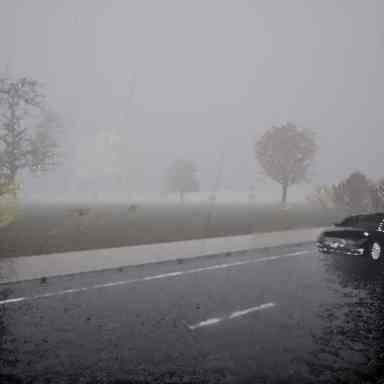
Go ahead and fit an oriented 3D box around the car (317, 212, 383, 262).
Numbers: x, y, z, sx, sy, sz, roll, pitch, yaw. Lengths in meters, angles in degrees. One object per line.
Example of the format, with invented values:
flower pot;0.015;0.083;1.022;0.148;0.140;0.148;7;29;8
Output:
car;6.683;1.554;12.462;4.892;1.490;1.837;0;0;-36
